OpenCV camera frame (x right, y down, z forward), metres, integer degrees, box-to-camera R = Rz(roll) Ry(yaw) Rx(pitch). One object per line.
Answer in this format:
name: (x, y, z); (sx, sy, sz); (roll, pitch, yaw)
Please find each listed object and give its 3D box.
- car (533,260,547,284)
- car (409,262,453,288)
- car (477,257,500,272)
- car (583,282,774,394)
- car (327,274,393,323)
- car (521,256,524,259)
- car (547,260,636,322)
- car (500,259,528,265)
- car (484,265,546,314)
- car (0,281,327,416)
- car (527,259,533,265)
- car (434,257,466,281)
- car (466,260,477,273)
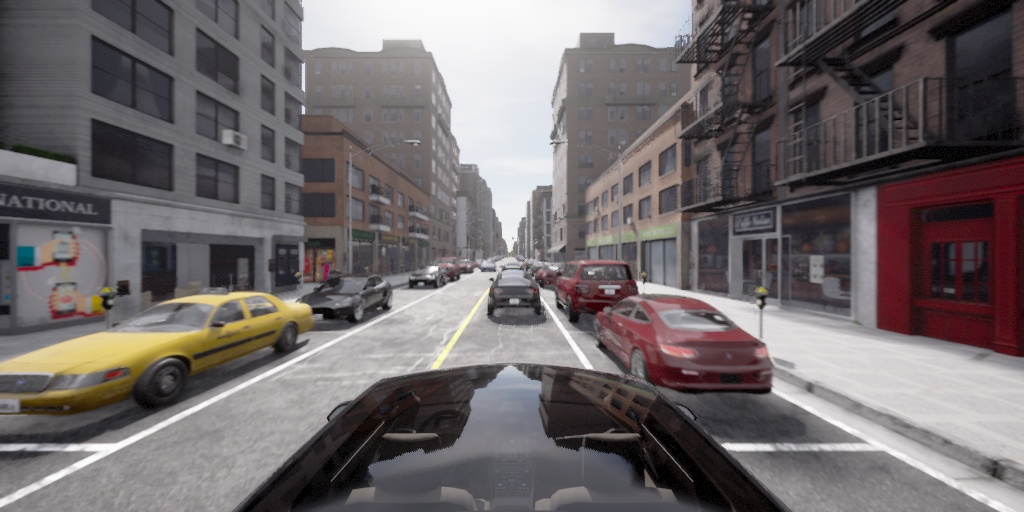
car: (2.639, 1.151, 23.441); (1.967, 1.591, 4.097); (0, 0, 0)
car: (-5.386, 1.277, 23.437); (1.948, 1.339, 4.313); (0, 0, 0)
car: (-2.840, 1.221, 43.751); (2.033, 1.411, 5.357); (0, 0, 0)
car: (2.638, 1.325, 6.397); (1.802, 1.307, 4.207); (0, 0, 0)
car: (-5.386, 1.298, 12.073); (1.948, 1.339, 4.313); (0, 0, 0)
car: (2.642, 1.172, 57.698); (1.751, 1.417, 4.829); (0, 0, 0)
car: (2.639, 1.047, 12.079); (2.192, 1.841, 5.009); (0, 0, 0)
car: (0.090, 1.205, 29.361); (1.837, 1.490, 4.892); (0, 0, 0)
car: (0.085, 1.255, 13.595); (1.812, 1.442, 4.674); (0, 0, 0)
car: (-5.387, 1.268, 6.221); (1.751, 1.417, 4.829); (0, 0, 0)
car: (2.640, 1.241, 34.803); (2.007, 1.370, 4.403); (0, 0, 0)
car: (-5.385, 1.015, 29.118); (2.192, 1.841, 5.009); (0, 0, 0)
car: (-5.384, 1.119, 40.482); (1.967, 1.591, 4.097); (0, 0, 0)
